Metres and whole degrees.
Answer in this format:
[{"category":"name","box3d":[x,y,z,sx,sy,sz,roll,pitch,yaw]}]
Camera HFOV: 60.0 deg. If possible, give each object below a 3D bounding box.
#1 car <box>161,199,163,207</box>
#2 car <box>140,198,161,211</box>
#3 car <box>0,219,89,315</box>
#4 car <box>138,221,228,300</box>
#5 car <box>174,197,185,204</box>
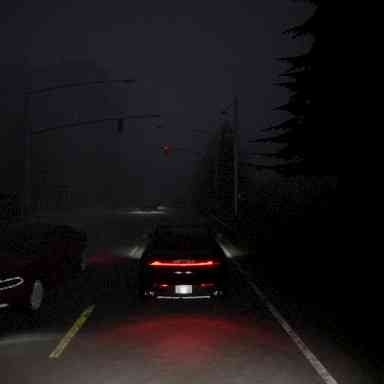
[{"category":"car","box3d":[-5.666,1.600,52.564,1.895,1.301,4.718,0,0,-2]},{"category":"car","box3d":[-5.181,1.526,40.723,1.812,1.442,4.674,0,0,-3]},{"category":"car","box3d":[-3.866,1.477,7.739,1.882,1.535,5.008,0,0,-2]},{"category":"car","box3d":[-0.228,1.505,8.416,1.837,1.490,4.892,0,0,-2]},{"category":"car","box3d":[-2.338,1.564,61.366,1.994,1.385,4.181,0,0,-2]}]
